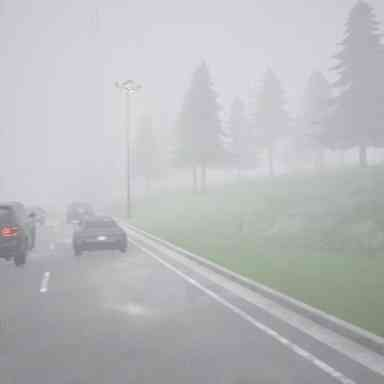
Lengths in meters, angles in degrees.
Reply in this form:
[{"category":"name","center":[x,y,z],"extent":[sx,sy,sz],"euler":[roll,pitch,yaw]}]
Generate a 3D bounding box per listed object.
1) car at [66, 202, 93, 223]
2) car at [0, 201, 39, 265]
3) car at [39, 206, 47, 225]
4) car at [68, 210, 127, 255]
[{"category":"car","center":[-9.411,1.576,27.861],"extent":[2.097,1.767,4.553],"euler":[0,0,-21]},{"category":"car","center":[-6.929,1.348,11.812],"extent":[2.150,2.045,5.566],"euler":[0,0,-21]},{"category":"car","center":[-12.351,1.791,25.736],"extent":[2.033,1.411,5.357],"euler":[0,0,-21]},{"category":"car","center":[-4.004,1.670,13.992],"extent":[1.994,1.385,4.181],"euler":[0,0,-21]}]
